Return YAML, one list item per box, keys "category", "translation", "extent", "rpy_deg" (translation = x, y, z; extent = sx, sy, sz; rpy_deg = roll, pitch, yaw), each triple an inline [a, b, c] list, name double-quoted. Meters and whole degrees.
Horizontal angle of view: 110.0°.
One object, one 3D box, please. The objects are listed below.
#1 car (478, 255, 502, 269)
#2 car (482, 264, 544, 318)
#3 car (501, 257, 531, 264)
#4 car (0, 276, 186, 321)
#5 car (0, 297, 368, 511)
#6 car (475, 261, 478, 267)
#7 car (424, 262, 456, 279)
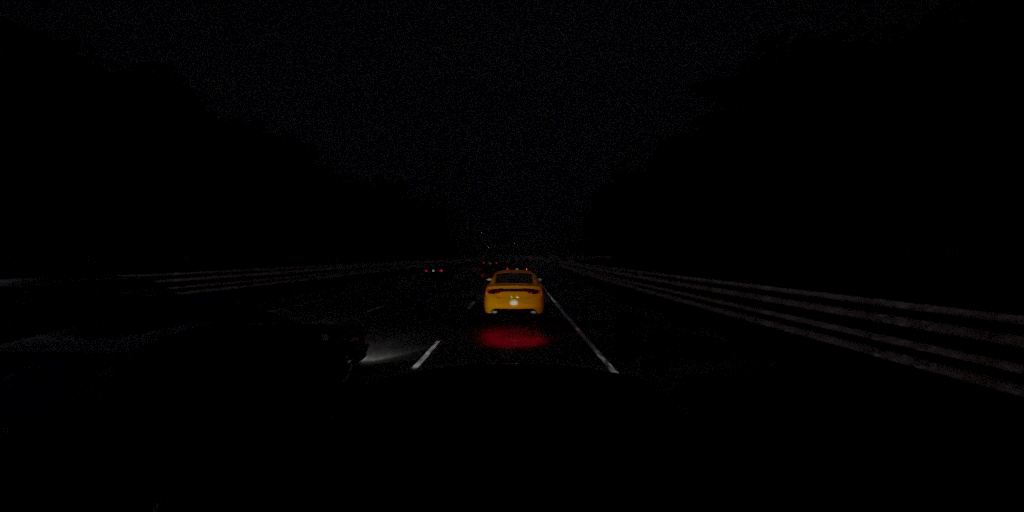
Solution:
- category: "car"
  translation: [-2.429, 0.951, 44.550]
  extent: [2.150, 2.045, 5.566]
  rpy_deg: [0, 0, 3]
- category: "car"
  translation: [0.087, 1.230, 13.042]
  extent: [1.882, 1.535, 5.008]
  rpy_deg: [0, 0, 1]
- category: "car"
  translation: [0.477, 1.097, 30.939]
  extent: [2.097, 1.767, 4.553]
  rpy_deg: [0, 0, 2]
- category: "car"
  translation: [-6.892, 1.100, 5.973]
  extent: [2.097, 1.767, 4.553]
  rpy_deg: [0, 0, 0]
- category: "car"
  translation: [-3.431, 1.296, 3.764]
  extent: [2.033, 1.411, 5.357]
  rpy_deg: [0, 0, 1]
- category: "car"
  translation: [-5.061, 1.207, 61.462]
  extent: [1.812, 1.442, 4.674]
  rpy_deg: [0, 0, 4]
- category: "car"
  translation: [-6.470, 1.286, 32.527]
  extent: [2.033, 1.411, 5.357]
  rpy_deg: [0, 0, 2]
